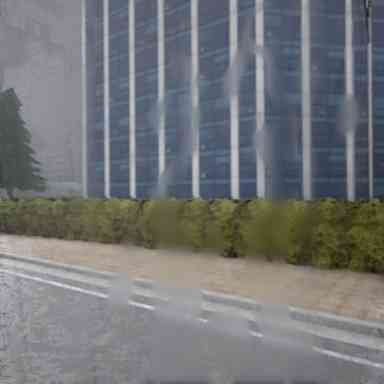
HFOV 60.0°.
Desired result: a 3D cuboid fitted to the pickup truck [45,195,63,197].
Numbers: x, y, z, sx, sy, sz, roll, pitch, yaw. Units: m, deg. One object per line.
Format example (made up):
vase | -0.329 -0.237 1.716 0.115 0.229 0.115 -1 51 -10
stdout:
pickup truck | -28.738 1.658 70.571 6.274 2.098 2.390 0 0 -25
